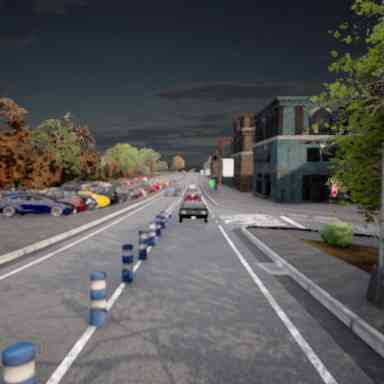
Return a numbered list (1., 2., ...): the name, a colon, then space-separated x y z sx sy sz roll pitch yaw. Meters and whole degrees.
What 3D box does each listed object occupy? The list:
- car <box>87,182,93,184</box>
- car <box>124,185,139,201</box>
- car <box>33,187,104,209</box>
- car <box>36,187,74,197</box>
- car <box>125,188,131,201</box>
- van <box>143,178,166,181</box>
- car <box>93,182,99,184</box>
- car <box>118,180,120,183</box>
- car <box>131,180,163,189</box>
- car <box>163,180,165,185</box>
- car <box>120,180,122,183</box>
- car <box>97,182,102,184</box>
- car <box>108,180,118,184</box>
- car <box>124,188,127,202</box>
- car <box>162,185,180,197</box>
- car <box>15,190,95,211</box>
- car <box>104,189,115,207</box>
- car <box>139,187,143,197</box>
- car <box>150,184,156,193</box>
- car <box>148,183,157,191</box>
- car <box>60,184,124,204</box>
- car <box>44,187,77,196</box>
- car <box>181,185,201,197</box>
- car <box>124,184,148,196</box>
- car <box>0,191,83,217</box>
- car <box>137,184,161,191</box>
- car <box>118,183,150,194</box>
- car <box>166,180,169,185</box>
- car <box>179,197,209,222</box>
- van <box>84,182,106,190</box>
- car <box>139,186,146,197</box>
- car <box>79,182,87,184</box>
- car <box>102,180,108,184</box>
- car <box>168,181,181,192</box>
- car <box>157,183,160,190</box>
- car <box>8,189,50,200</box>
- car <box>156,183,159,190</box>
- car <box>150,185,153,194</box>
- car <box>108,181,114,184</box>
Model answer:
1. car: -22.800 -0.650 66.271 4.553 1.767 2.185 0 3 0
2. car: -9.851 0.312 44.050 4.553 1.767 2.185 0 2 0
3. car: -10.058 0.649 27.334 4.553 1.767 2.185 0 1 0
4. car: -22.681 0.020 55.130 5.366 1.575 1.946 0 2 0
5. car: -9.901 0.623 38.475 4.792 1.488 2.163 0 2 0
6. van: -9.635 -1.879 85.769 4.442 1.987 1.878 0 3 0
7. car: -22.739 -0.681 69.059 5.008 1.535 2.097 0 3 0
8. car: -22.580 -1.822 88.643 4.892 1.521 2.231 0 3 0
9. car: -9.668 -1.095 71.874 5.566 2.045 2.435 0 3 0
10. car: -9.536 -1.447 80.091 4.553 1.767 2.185 0 3 0
11. car: -22.578 -1.957 91.423 4.792 1.488 2.163 0 3 1
12. car: -22.905 -0.853 71.963 5.366 1.575 1.946 0 3 0
13. car: -22.603 -1.661 85.863 5.008 1.535 2.097 0 3 0
14. car: -9.948 0.654 35.696 4.892 1.521 2.231 0 1 0
15. car: -3.345 0.068 53.608 1.812 1.442 4.674 0 3 0
16. car: -10.081 0.828 24.550 4.792 1.488 2.163 0 0 0
17. car: -9.998 0.744 30.114 5.008 1.535 2.097 0 1 0
18. car: -9.828 0.377 46.841 4.792 1.488 2.163 0 2 0
19. car: -9.730 -0.234 60.760 5.008 1.535 2.097 0 3 0
20. car: -9.707 -0.375 63.546 5.008 1.535 2.097 0 3 1
21. car: -10.007 0.452 32.904 5.566 2.045 2.435 0 1 1
22. car: -22.847 -0.102 57.918 5.008 1.535 2.097 0 3 0
23. car: 0.076 0.370 40.853 2.097 1.767 4.553 0 2 0
24. car: -9.840 0.016 52.407 4.553 1.767 2.185 0 2 0
25. car: -10.046 0.852 21.765 4.792 1.488 2.163 0 0 0
26. car: -9.610 -1.006 74.667 5.008 1.535 2.097 0 3 0
27. car: -9.816 -0.101 55.185 4.553 1.767 2.185 0 3 0
28. car: -9.499 -1.817 88.559 5.008 1.535 2.097 0 3 0
29. car: 0.102 1.262 22.809 1.895 1.301 4.718 1 1 0
30. van: -22.554 -1.399 77.508 4.442 1.987 1.878 0 3 0
31. car: -9.863 0.278 49.628 4.792 1.488 2.163 0 2 0
32. car: -22.846 -0.485 60.692 5.566 2.045 2.435 0 3 1
33. car: -22.667 -1.263 74.727 5.566 2.045 2.435 0 3 0
34. car: -3.272 -0.872 69.382 2.097 1.767 4.553 0 3 0
35. car: -9.661 -0.642 69.112 4.674 1.452 2.002 0 3 0
36. car: -22.931 0.341 46.903 4.892 1.521 2.231 0 2 0
37. car: -9.659 -0.495 66.330 4.792 1.488 2.163 0 3 0
38. car: -9.763 -0.060 57.976 4.674 1.452 2.002 0 3 0
39. car: -22.625 -1.458 83.085 4.674 1.452 2.002 0 3 0
